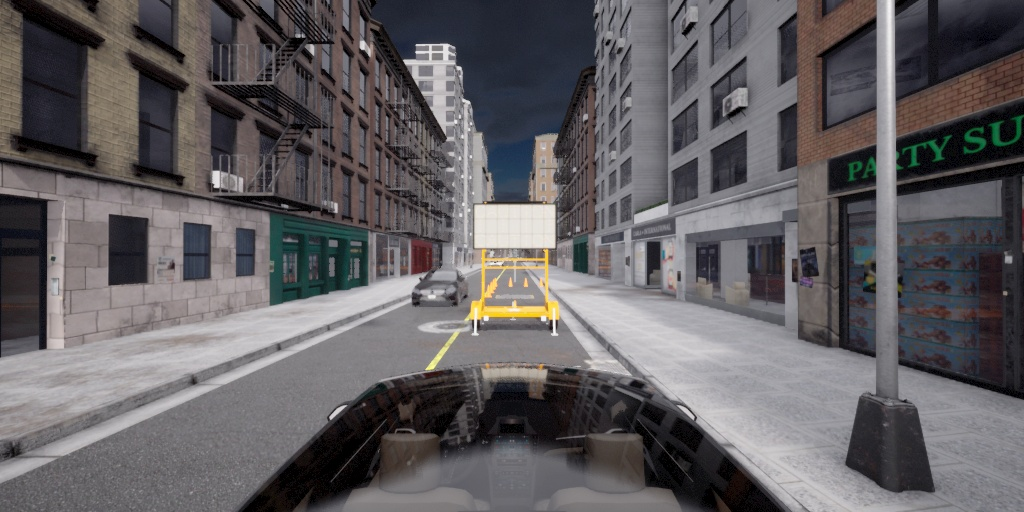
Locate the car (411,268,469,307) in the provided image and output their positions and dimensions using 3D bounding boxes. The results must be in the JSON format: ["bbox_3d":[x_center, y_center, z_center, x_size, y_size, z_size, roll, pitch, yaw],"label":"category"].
[{"bbox_3d":[-2.980,1.274,15.737,1.812,1.442,4.674,0,0,0],"label":"car"}]

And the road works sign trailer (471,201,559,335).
[{"bbox_3d":[0.085,0.214,10.442,2.380,3.560,2.880,0,0,1],"label":"road works sign trailer"}]

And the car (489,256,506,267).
[{"bbox_3d":[-2.619,0.949,59.402,2.150,2.045,5.566,0,0,1],"label":"car"}]
